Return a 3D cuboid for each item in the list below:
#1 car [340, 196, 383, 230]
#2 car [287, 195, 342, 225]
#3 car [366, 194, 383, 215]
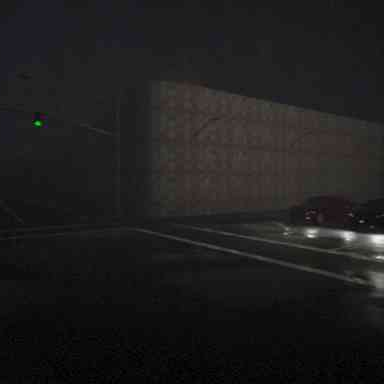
[{"bbox_3d":[9.822,1.058,16.922,4.674,1.442,1.812,-1,2,-36],"label":"car"},{"bbox_3d":[7.734,0.963,19.709,5.008,1.535,1.882,-1,2,-36],"label":"car"},{"bbox_3d":[15.162,0.870,25.027,4.181,1.385,1.994,-1,2,-35],"label":"car"}]
